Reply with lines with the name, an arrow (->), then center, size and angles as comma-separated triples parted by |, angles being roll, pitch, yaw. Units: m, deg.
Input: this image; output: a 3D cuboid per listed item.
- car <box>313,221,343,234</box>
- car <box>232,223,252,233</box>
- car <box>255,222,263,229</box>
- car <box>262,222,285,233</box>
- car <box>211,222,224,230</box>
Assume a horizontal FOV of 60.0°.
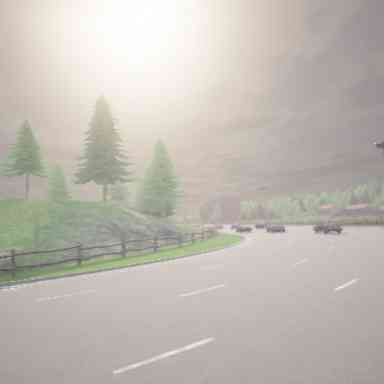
car -> 16.378, 4.283, 40.311 | 2.033, 1.411, 5.357 | -3, -5, 1
car -> 8.844, 6.328, 57.253 | 1.895, 1.301, 4.718 | -3, -5, -5
car -> 14.788, 7.033, 70.216 | 1.882, 1.535, 5.008 | -3, -5, -4
car -> 12.684, 5.461, 50.648 | 1.994, 1.385, 4.181 | -3, -5, -4
car -> 6.778, 8.803, 84.429 | 1.882, 1.535, 5.008 | -3, -5, -4
